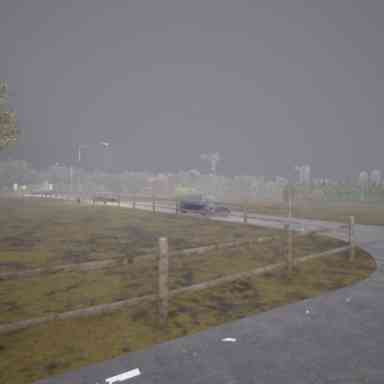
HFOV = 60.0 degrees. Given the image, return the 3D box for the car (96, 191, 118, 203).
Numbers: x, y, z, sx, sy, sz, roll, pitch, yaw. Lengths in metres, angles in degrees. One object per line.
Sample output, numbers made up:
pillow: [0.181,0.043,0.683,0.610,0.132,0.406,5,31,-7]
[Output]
car: [-11.042,0.696,43.347,1.837,1.490,4.892,1,0,-35]

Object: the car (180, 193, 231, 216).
car: [1.026,0.925,26.434,2.097,1.767,4.553,1,1,-36]

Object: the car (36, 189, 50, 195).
car: [-38.072,-0.057,85.763,2.097,1.767,4.553,1,0,-33]
